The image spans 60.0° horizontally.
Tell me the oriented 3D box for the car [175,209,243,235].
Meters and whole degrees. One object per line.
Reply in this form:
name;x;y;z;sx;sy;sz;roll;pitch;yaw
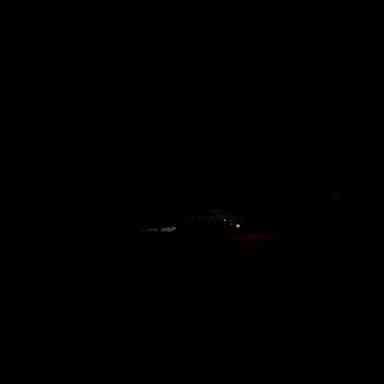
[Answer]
car;0.960;1.749;20.521;4.674;1.442;1.812;-2;-2;44
